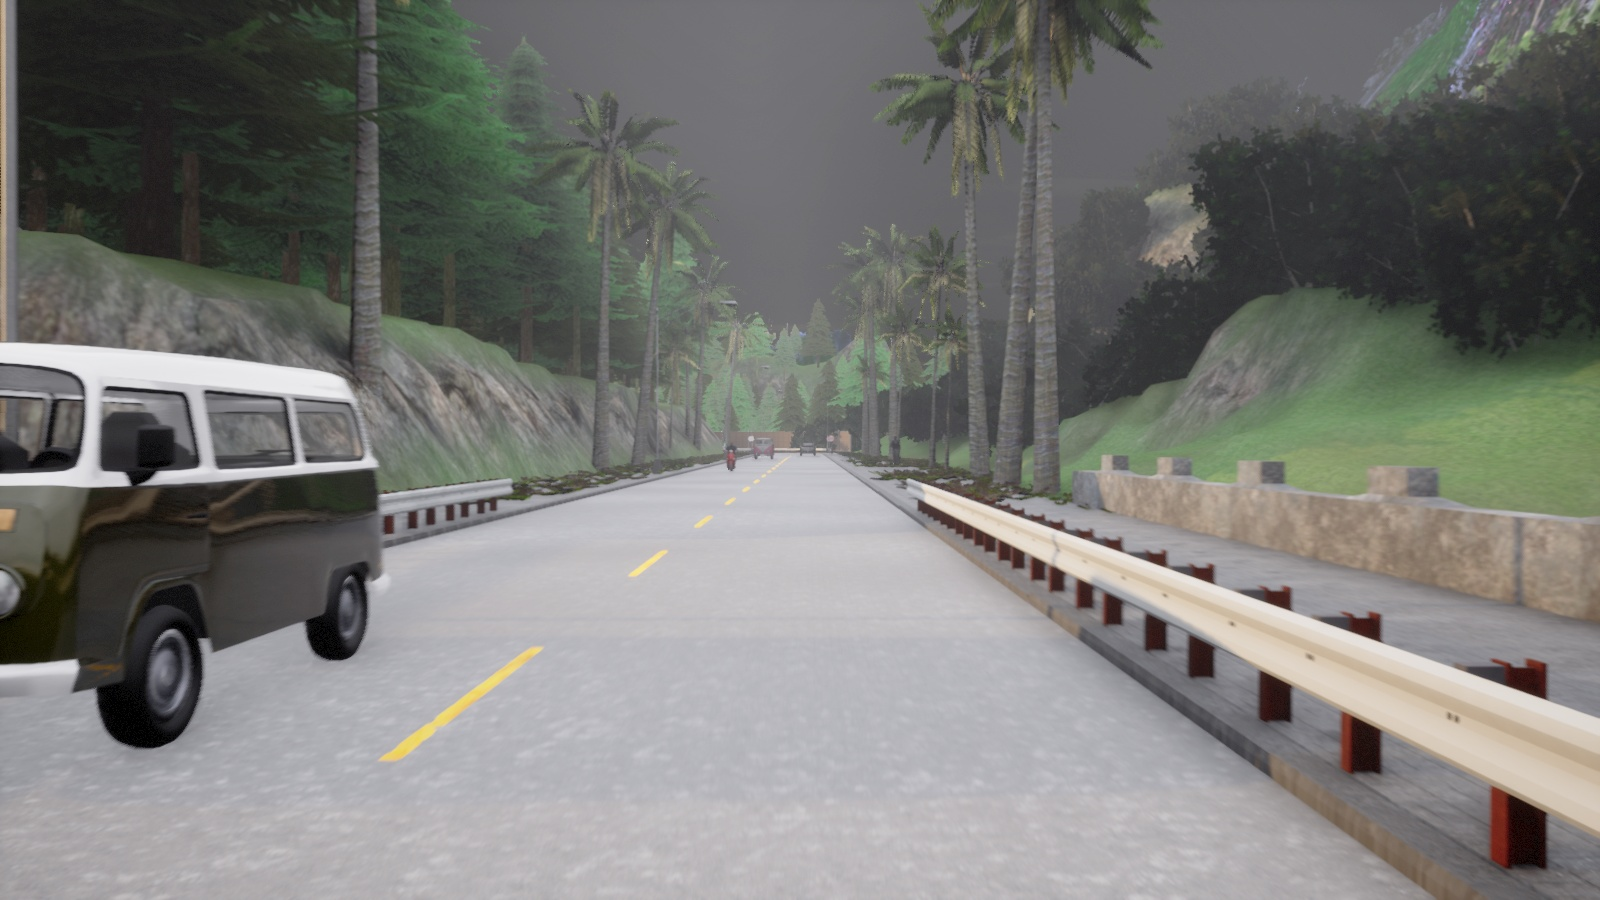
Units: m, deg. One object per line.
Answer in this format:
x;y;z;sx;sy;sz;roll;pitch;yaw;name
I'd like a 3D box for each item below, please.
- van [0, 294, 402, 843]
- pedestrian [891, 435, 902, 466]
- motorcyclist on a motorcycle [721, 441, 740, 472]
-3.945;0.428;6.906;2.069;2.038;4.480;0;0;0;van
5.785;0.034;75.475;0.563;1.883;0.849;0;0;0;pedestrian
-3.614;0.331;65.575;0.866;1.590;1.817;0;0;0;motorcyclist on a motorcycle
